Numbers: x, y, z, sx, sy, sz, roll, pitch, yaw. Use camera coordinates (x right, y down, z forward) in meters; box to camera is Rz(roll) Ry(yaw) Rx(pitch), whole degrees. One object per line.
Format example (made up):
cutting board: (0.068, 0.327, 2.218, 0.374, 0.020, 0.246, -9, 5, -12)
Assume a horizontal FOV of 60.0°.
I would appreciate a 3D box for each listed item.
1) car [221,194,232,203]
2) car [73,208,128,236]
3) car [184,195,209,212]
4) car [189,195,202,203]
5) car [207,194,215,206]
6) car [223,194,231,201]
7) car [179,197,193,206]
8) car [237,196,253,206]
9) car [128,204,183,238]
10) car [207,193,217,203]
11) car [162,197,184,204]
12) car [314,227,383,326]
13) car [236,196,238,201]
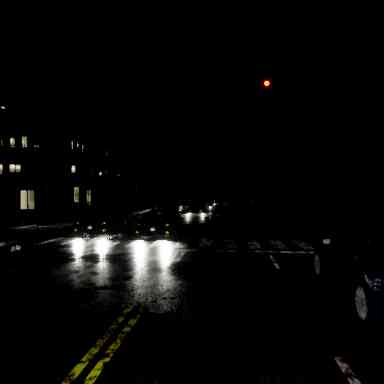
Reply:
car: (7.170, 1.479, 68.924, 1.837, 1.490, 4.892, 0, 0, 6)
car: (-4.825, 1.561, 18.326, 1.994, 1.385, 4.181, 0, 0, 6)
car: (0.596, 1.466, 38.632, 1.882, 1.535, 5.008, 0, 0, 6)
car: (0.758, 1.497, 70.086, 2.128, 1.511, 4.902, 0, 0, 6)
car: (2.295, 1.507, 54.617, 1.812, 1.442, 4.674, 0, 0, 6)
car: (8.268, 1.279, 79.284, 1.882, 1.535, 5.008, 0, 0, 6)
car: (-0.929, 1.507, 54.994, 1.812, 1.442, 4.674, 0, 0, 6)
car: (9.140, 1.528, 55.707, 2.033, 1.411, 5.357, 0, 0, 6)
car: (-1.647, 1.560, 17.481, 1.994, 1.385, 4.181, 0, 0, 6)
car: (3.961, 1.197, 69.462, 2.150, 2.045, 5.566, 0, 0, 6)
car: (-2.581, 1.590, 39.512, 1.895, 1.301, 4.718, 0, 0, 6)
car: (3.983, 1.476, 6.969, 1.882, 1.535, 5.008, 0, 0, 7)
car: (11.503, 1.564, 78.975, 1.895, 1.301, 4.718, 0, 0, 6)
